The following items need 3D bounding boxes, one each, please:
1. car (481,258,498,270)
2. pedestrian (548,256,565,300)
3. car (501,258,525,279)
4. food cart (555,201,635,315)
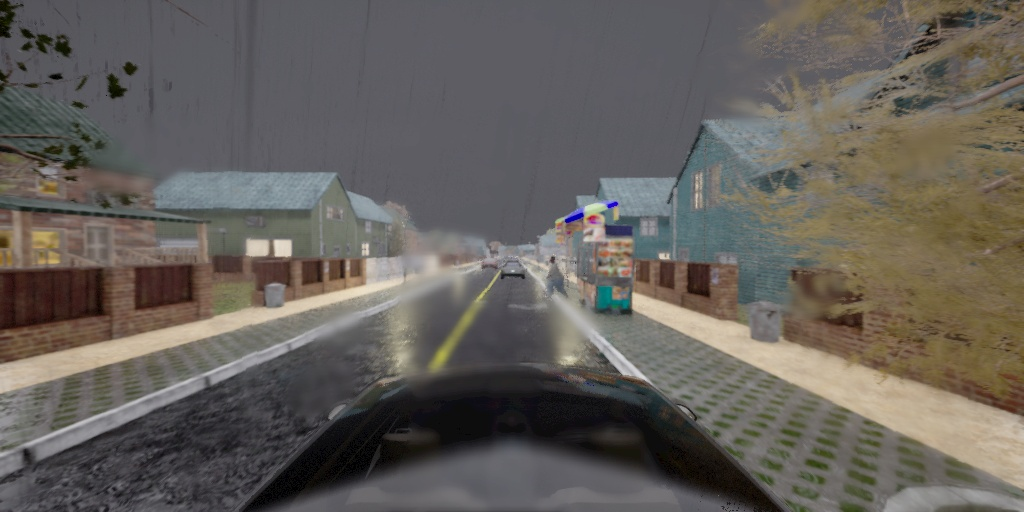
[{"bbox_3d":[-2.824,0.934,45.913,1.882,1.535,5.008,0,0,0],"label":"car"},{"bbox_3d":[1.742,0.848,14.171,0.375,1.860,0.375,-1,2,-2],"label":"pedestrian"},{"bbox_3d":[0.080,1.124,30.049,1.994,1.385,4.181,0,0,0],"label":"car"},{"bbox_3d":[3.012,0.141,12.577,2.280,3.560,4.660,0,0,0],"label":"food cart"}]
